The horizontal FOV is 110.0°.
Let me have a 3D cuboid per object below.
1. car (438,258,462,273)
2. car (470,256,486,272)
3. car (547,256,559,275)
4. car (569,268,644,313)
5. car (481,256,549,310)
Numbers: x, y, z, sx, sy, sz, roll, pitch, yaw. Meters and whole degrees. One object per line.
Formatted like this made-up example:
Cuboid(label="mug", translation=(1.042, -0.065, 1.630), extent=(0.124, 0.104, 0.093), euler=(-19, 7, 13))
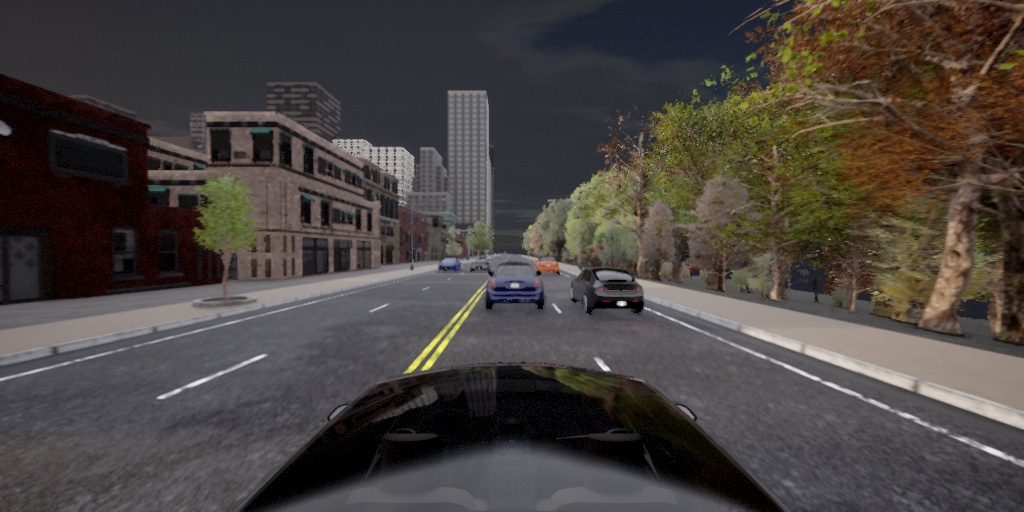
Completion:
Cuboid(label="car", translation=(-6.576, 0.934, 38.184), extent=(1.882, 1.535, 5.008), euler=(0, 0, 0))
Cuboid(label="car", translation=(-3.326, 1.020, 38.243), extent=(1.994, 1.385, 4.181), euler=(0, 0, 0))
Cuboid(label="car", translation=(3.351, 0.832, 35.135), extent=(2.097, 1.767, 4.553), euler=(0, 0, 0))
Cuboid(label="car", translation=(3.353, 1.164, 13.373), extent=(1.837, 1.490, 4.892), euler=(0, 1, 0))
Cuboid(label="car", translation=(0.101, 1.001, 14.347), extent=(2.097, 1.767, 4.553), euler=(0, 0, 0))
